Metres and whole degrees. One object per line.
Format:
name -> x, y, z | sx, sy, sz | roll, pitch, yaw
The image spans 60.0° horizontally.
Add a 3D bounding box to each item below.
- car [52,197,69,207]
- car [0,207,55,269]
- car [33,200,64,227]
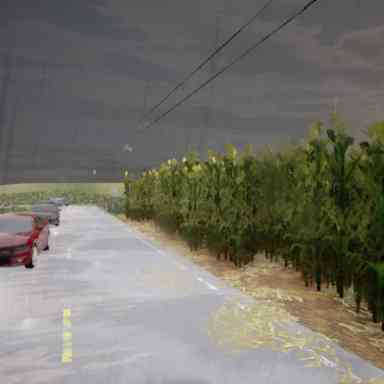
car -> -19.913, 1.526, 49.644 | 1.812, 1.442, 4.674 | 0, 0, -36
car -> -5.983, 1.478, 11.126 | 1.882, 1.535, 5.008 | 0, 0, -16
car -> -9.868, 1.504, 22.349 | 1.837, 1.490, 4.892 | 0, 0, -20
